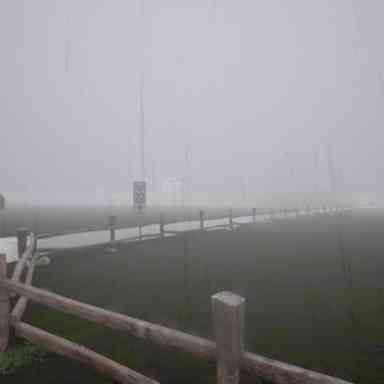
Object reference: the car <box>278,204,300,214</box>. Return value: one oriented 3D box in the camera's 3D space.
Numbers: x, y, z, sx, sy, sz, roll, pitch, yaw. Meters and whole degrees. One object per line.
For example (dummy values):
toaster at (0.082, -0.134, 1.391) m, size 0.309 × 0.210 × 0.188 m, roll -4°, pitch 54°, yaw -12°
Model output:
car at (14.491, 2.466, 49.499) m, size 2.033 × 1.411 × 5.357 m, roll -1°, pitch -1°, yaw 35°
